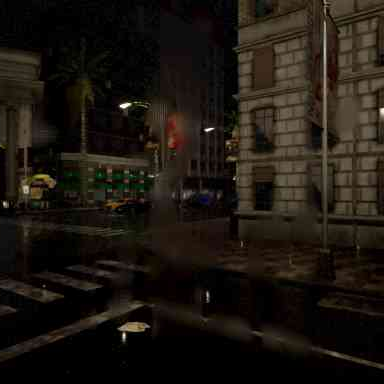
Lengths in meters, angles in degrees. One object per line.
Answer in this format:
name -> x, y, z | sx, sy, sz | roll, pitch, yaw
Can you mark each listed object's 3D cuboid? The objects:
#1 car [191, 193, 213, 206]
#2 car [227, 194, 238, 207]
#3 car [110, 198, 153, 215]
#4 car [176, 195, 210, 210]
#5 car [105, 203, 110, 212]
car -> 0.815, 1.219, 49.413 | 2.150, 2.045, 5.566 | 0, 0, 39
car -> 7.814, 1.218, 51.857 | 5.566, 2.045, 2.150 | -1, 0, -43
car -> -5.964, 1.564, 34.465 | 1.994, 1.385, 4.181 | 0, 0, 36
car -> -0.062, 1.526, 42.496 | 1.812, 1.442, 4.674 | 0, 0, 37
car -> -7.647, 1.478, 38.093 | 1.882, 1.535, 5.008 | 0, 0, 37
